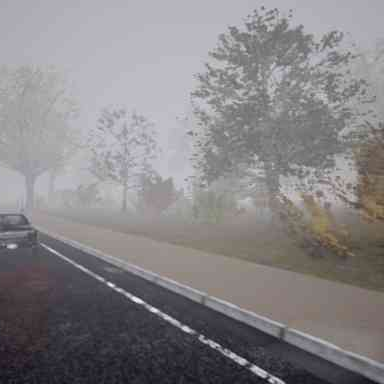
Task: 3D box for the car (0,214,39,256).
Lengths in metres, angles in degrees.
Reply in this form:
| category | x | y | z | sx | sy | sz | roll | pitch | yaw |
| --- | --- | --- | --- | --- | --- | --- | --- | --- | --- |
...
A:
| category | x | y | z | sx | sy | sz | roll | pitch | yaw |
| --- | --- | --- | --- | --- | --- | --- | --- | --- | --- |
| car | -7.282 | 1.591 | 12.925 | 2.128 | 1.511 | 4.902 | 0 | 0 | -35 |
